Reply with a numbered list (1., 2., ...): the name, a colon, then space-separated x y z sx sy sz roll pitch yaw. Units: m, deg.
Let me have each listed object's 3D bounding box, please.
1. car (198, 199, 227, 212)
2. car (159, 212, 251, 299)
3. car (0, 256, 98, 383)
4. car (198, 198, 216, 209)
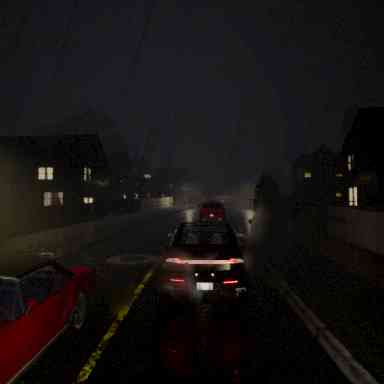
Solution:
1. car: 1.644 1.478 25.552 1.882 1.535 5.008 0 0 6
2. car: 0.340 1.496 8.454 2.128 1.511 4.902 0 0 3
3. car: -2.751 1.606 4.100 1.895 1.301 4.718 0 0 1
4. car: 2.171 1.635 47.573 1.994 1.385 4.181 0 0 12
